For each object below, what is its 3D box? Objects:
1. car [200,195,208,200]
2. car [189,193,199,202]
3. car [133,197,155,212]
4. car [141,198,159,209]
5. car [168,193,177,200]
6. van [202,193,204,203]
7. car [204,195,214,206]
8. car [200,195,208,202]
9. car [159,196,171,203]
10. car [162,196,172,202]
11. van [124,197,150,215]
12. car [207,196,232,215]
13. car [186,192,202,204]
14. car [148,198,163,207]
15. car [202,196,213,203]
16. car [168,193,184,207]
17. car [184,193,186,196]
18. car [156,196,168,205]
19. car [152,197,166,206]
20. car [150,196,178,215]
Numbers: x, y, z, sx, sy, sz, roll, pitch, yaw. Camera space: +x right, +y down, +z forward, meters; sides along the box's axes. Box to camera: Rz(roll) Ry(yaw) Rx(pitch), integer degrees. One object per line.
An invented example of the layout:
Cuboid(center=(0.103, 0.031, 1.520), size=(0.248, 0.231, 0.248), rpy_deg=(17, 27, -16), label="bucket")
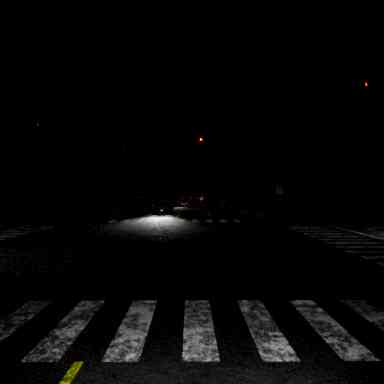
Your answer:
Cuboid(center=(3.230, 1.557, 90.110), size=(1.947, 1.339, 4.313), rpy_deg=(0, 0, 0), label="car")
Cuboid(center=(0.459, 1.185, 73.800), size=(2.097, 1.767, 4.553), rpy_deg=(0, 0, 0), label="car")
Cuboid(center=(-5.617, 1.442, 39.137), size=(1.967, 1.590, 4.097), rpy_deg=(0, 0, 0), label="car")
Cuboid(center=(-5.582, 1.568, 44.806), size=(1.947, 1.339, 4.313), rpy_deg=(0, 0, 0), label="car")
Cuboid(center=(-5.296, 1.306, 90.151), size=(2.192, 1.841, 5.009), rpy_deg=(0, 0, 0), label="car")
Cuboid(center=(3.015, 1.343, 56.094), size=(1.690, 1.788, 3.998), rpy_deg=(0, 0, 0), label="van")
Cuboid(center=(2.944, 1.443, 44.756), size=(1.967, 1.590, 4.097), rpy_deg=(0, 0, 0), label="car")
Cuboid(center=(2.846, 1.452, 79.604), size=(1.801, 1.575, 5.366), rpy_deg=(0, 0, 0), label="car")
Cuboid(center=(-5.439, 1.566, 67.478), size=(1.947, 1.339, 4.313), rpy_deg=(0, 0, 0), label="car")
Cuboid(center=(-5.403, 1.542, 73.146), size=(1.887, 1.381, 4.507), rpy_deg=(0, 0, 0), label="car")
Cuboid(center=(-5.653, 1.342, 33.469), size=(1.690, 1.788, 3.998), rpy_deg=(0, 0, 0), label="van")
Cuboid(center=(2.872, 1.442, 33.418), size=(1.967, 1.590, 4.097), rpy_deg=(0, 0, 0), label="car")
Cuboid(center=(0.395, 1.222, 63.440), size=(2.150, 2.045, 5.566), rpy_deg=(0, 0, 0), label="car")
Cuboid(center=(-5.546, 1.584, 50.474), size=(1.802, 1.307, 4.206), rpy_deg=(0, 0, 0), label="car")
Cuboid(center=(3.087, 1.551, 67.433), size=(2.008, 1.369, 4.403), rpy_deg=(0, 0, 0), label="car")
Cuboid(center=(-2.778, 1.353, 50.528), size=(2.097, 1.767, 4.553), rpy_deg=(0, 0, 0), label="car")
Cuboid(center=(-2.578, 1.523, 68.017), size=(1.882, 1.535, 5.008), rpy_deg=(0, 0, 0), label="car")
Cuboid(center=(-5.476, 1.526, 61.640), size=(1.752, 1.417, 4.829), rpy_deg=(0, 0, 0), label="car")
Cuboid(center=(-5.510, 1.568, 56.142), size=(1.947, 1.339, 4.313), rpy_deg=(0, 0, 0), label="car")
Cuboid(center=(-2.895, 1.493, 33.972), size=(2.128, 1.511, 4.902), rpy_deg=(0, 0, 0), label="car")
